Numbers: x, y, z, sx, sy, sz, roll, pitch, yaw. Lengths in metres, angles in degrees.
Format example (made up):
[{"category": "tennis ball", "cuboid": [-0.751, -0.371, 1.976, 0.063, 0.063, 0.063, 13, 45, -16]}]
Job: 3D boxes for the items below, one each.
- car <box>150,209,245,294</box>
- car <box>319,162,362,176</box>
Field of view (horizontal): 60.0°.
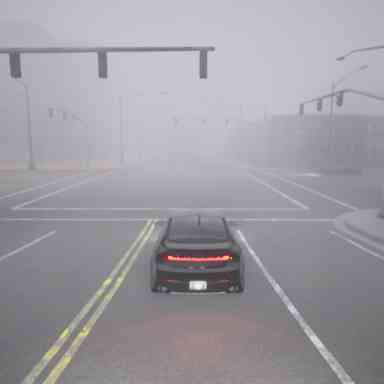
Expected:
[{"category": "car", "cuboid": [0.111, 1.182, 8.108, 1.837, 1.490, 4.892, 0, 4, 0]}, {"category": "car", "cuboid": [15.862, -2.524, 35.624, 4.181, 1.385, 1.994, 0, 9, 0]}]
